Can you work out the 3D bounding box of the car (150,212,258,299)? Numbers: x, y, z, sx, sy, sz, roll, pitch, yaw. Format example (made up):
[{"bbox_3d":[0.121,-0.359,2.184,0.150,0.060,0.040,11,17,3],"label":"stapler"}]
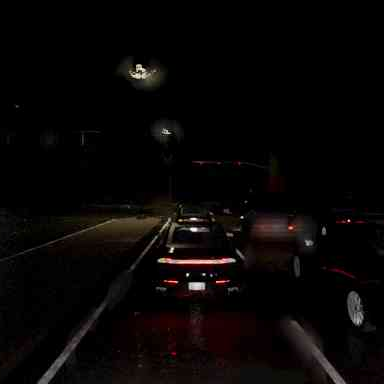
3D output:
[{"bbox_3d":[0.087,1.491,8.453,2.128,1.511,4.902,0,0,0],"label":"car"}]

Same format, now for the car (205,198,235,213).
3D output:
[{"bbox_3d":[1.943,1.547,32.829,5.357,1.411,2.033,0,0,-3],"label":"car"}]

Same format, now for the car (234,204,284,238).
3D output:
[{"bbox_3d":[3.579,1.547,16.469,2.033,1.411,5.357,0,0,0],"label":"car"}]

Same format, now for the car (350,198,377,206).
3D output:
[{"bbox_3d":[23.692,1.547,43.685,5.357,1.411,2.033,0,0,1],"label":"car"}]

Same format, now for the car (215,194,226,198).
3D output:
[{"bbox_3d":[6.895,1.552,75.096,1.994,1.385,4.181,0,0,0],"label":"car"}]

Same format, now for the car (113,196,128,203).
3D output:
[{"bbox_3d":[-15.099,1.540,70.435,2.033,1.411,5.357,0,0,0],"label":"car"}]

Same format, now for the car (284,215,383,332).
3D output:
[{"bbox_3d":[3.590,1.478,6.849,1.882,1.535,5.008,0,0,0],"label":"car"}]

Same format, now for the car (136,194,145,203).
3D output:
[{"bbox_3d":[-11.597,1.500,68.999,1.837,1.490,4.892,0,0,0],"label":"car"}]

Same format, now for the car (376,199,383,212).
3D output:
[{"bbox_3d":[21.610,1.503,33.207,4.892,1.490,1.837,0,0,1],"label":"car"}]

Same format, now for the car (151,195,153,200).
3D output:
[{"bbox_3d":[-11.617,1.524,89.676,2.128,1.511,4.902,0,0,0],"label":"car"}]

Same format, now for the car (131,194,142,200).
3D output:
[{"bbox_3d":[-15.109,1.348,90.705,2.097,1.767,4.553,0,0,0],"label":"car"}]

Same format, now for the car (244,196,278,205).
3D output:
[{"bbox_3d":[9.354,1.352,45.115,4.553,1.767,2.097,0,-1,23],"label":"car"}]

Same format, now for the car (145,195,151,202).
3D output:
[{"bbox_3d":[-11.612,1.524,79.269,1.812,1.442,4.674,0,0,0],"label":"car"}]

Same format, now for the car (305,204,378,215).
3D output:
[{"bbox_3d":[7.077,1.505,16.935,1.837,1.490,4.892,0,0,0],"label":"car"}]

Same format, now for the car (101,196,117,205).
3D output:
[{"bbox_3d":[-15.141,1.477,60.657,1.882,1.535,5.008,0,0,0],"label":"car"}]

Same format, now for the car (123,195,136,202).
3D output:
[{"bbox_3d":[-15.114,1.525,80.538,2.128,1.511,4.902,0,0,0],"label":"car"}]

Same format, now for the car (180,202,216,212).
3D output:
[{"bbox_3d":[0.076,1.505,17.874,1.837,1.490,4.892,0,0,0],"label":"car"}]

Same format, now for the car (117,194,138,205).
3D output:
[{"bbox_3d":[-11.681,1.564,60.177,1.994,1.385,4.181,0,0,1],"label":"car"}]
